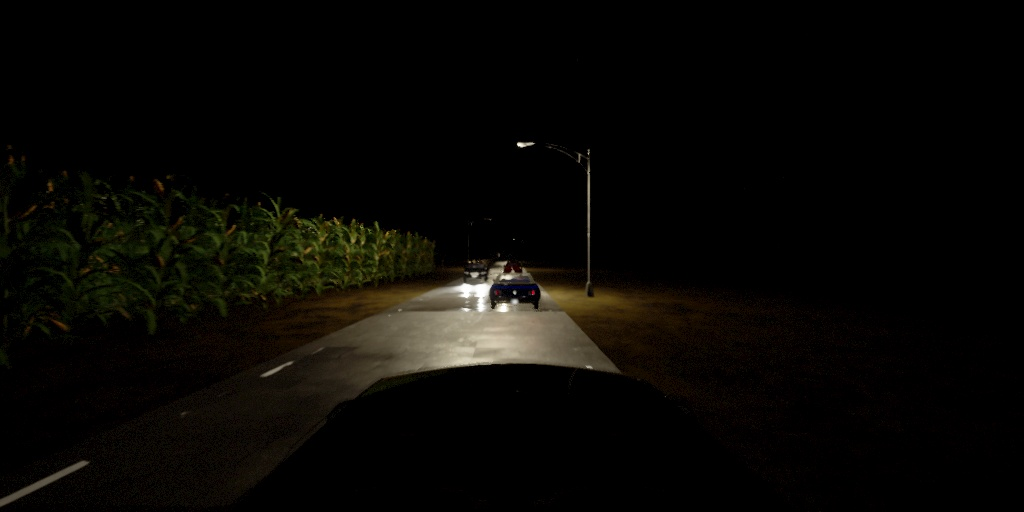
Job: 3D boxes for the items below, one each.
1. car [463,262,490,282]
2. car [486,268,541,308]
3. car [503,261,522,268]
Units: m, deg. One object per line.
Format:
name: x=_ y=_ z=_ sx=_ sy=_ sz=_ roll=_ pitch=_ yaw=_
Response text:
car: x=-2.753 y=1.239 z=28.797 sx=2.128 sy=1.511 sz=4.902 roll=0 pitch=0 yaw=0
car: x=0.102 y=1.344 z=15.048 sx=1.895 sy=1.301 sz=4.718 roll=0 pitch=0 yaw=0
car: x=0.097 y=1.268 z=36.611 sx=1.812 sy=1.442 sz=4.674 roll=-1 pitch=0 yaw=0
